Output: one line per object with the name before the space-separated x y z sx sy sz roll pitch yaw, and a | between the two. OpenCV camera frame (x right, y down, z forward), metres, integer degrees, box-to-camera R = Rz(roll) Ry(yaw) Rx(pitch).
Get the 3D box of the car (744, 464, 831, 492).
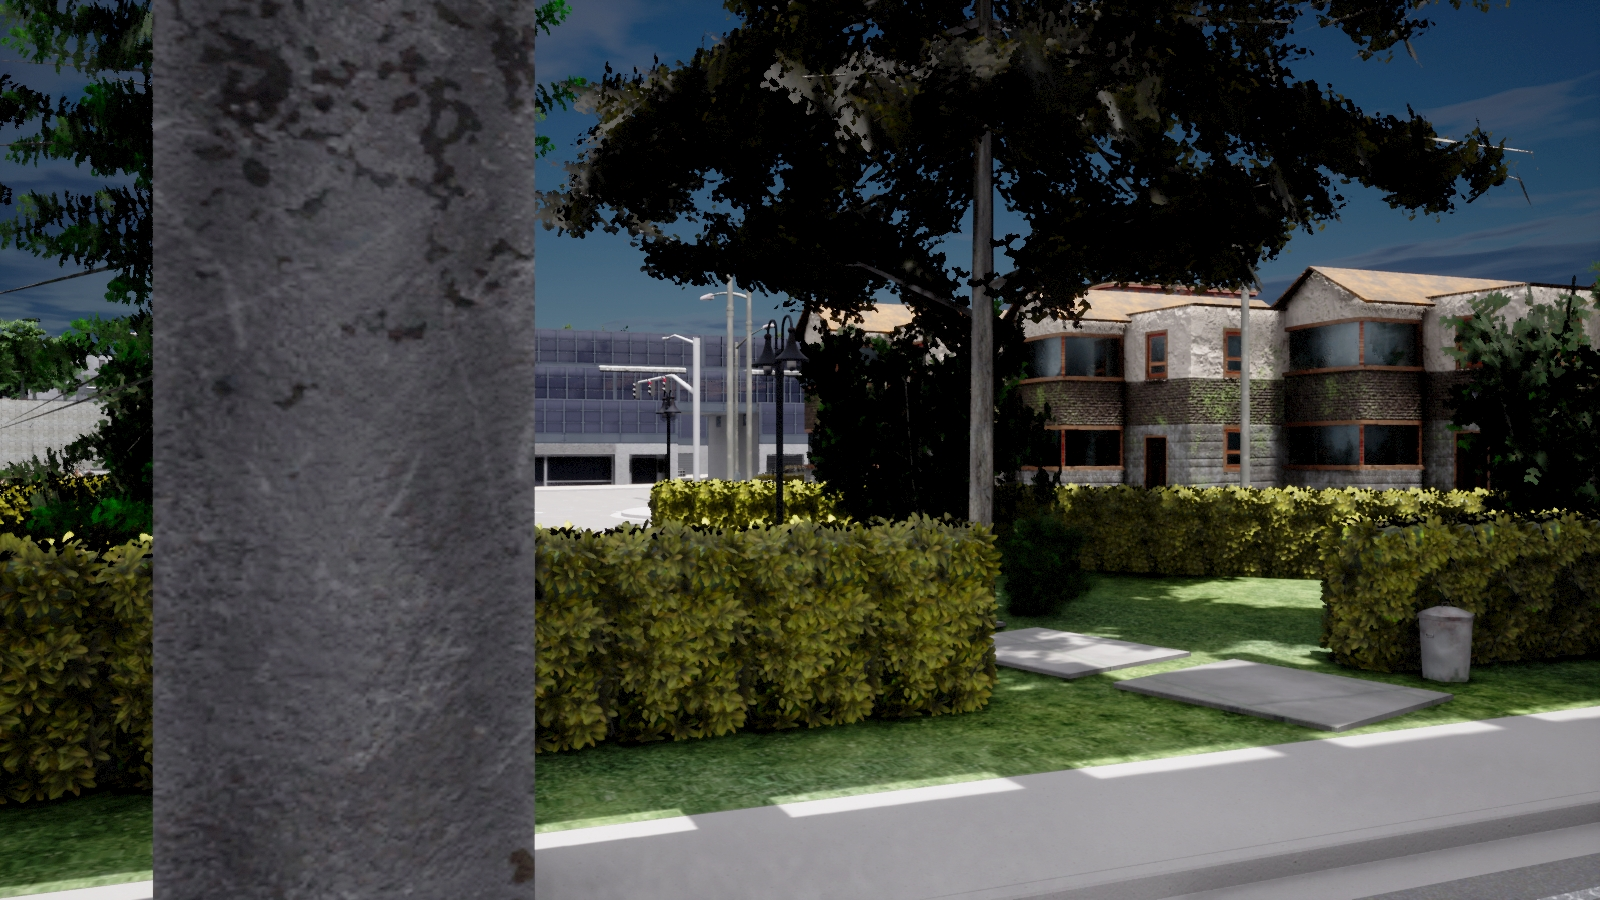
car | -0.789 1.752 72.041 5.006 1.535 2.097 -1 1 -22
